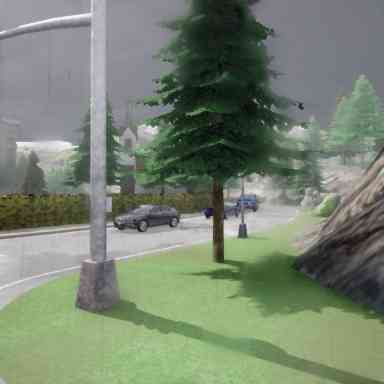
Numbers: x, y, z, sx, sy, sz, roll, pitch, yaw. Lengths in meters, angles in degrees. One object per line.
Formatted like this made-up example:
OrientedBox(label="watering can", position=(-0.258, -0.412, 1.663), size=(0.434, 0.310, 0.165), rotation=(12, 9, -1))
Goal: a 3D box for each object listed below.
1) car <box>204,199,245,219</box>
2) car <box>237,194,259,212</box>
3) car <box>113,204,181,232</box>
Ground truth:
OrientedBox(label="car", position=(2.750, 1.601, 29.104), size=(1.895, 1.301, 4.718), rotation=(0, 0, 26))
OrientedBox(label="car", position=(6.550, 1.221, 38.782), size=(2.150, 2.045, 5.566), rotation=(0, 0, 16))
OrientedBox(label="car", position=(-2.627, 1.505, 20.316), size=(1.837, 1.490, 4.892), rotation=(0, 0, 35))
